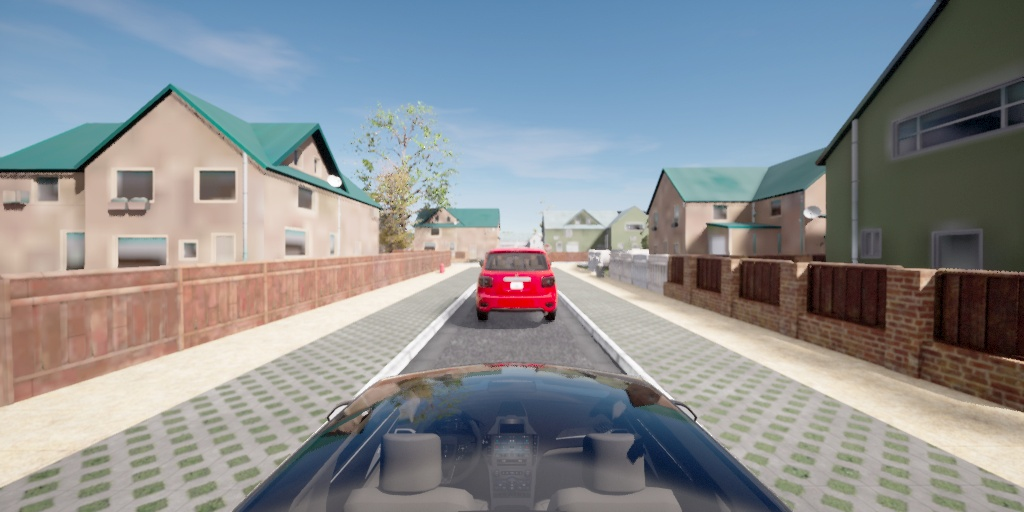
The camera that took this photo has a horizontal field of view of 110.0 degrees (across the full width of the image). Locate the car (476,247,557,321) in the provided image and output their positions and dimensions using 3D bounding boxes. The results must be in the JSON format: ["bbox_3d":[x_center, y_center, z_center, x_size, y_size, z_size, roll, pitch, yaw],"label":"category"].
[{"bbox_3d":[0.117,0.732,11.394,2.150,2.045,5.566,0,2,0],"label":"car"}]
